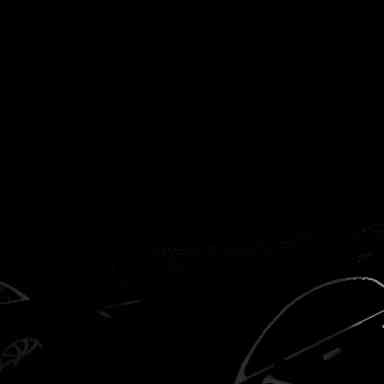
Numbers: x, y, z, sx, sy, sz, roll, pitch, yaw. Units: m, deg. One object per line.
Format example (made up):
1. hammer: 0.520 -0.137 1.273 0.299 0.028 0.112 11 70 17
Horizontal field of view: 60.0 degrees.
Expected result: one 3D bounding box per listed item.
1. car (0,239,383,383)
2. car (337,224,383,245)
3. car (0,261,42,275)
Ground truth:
1. car: 0.669 1.521 3.424 4.892 1.490 1.837 1 0 -35
2. car: 5.575 1.645 10.150 4.206 1.307 1.802 0 0 -35
3. car: -3.421 1.546 3.753 4.403 1.369 2.008 0 0 -35
